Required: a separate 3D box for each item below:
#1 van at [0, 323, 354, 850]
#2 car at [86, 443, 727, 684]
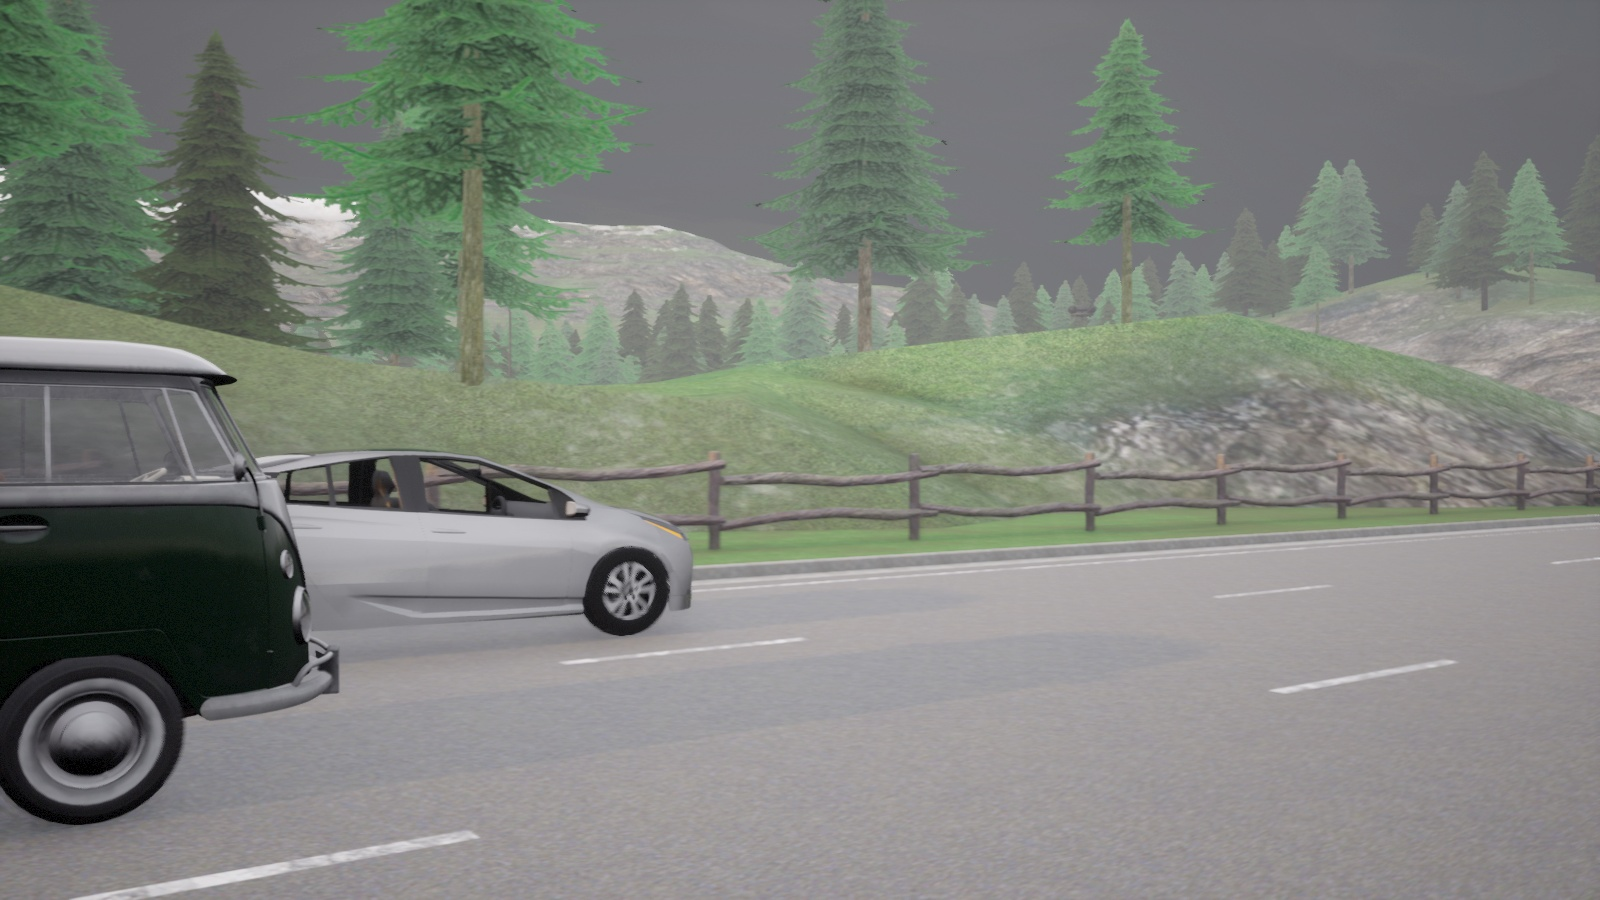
[{"bbox_3d":[-4.283,0.520,4.943,4.442,1.987,1.775,0,0,-35],"label":"van"},{"bbox_3d":[-3.039,0.723,10.072,4.514,1.525,2.007,0,0,-35],"label":"car"}]
